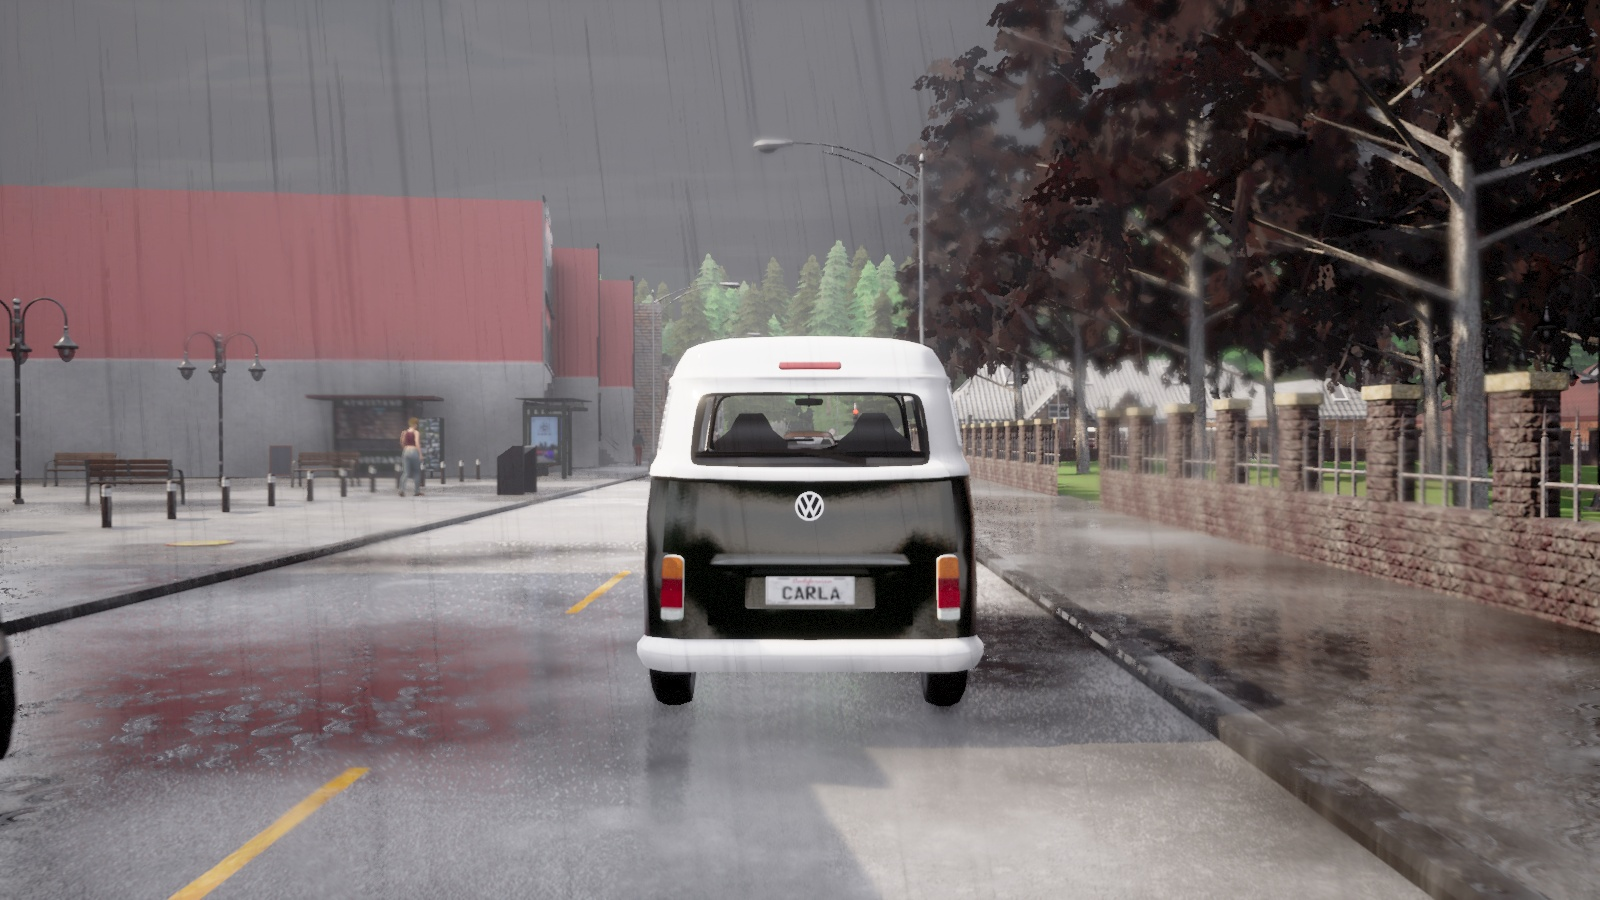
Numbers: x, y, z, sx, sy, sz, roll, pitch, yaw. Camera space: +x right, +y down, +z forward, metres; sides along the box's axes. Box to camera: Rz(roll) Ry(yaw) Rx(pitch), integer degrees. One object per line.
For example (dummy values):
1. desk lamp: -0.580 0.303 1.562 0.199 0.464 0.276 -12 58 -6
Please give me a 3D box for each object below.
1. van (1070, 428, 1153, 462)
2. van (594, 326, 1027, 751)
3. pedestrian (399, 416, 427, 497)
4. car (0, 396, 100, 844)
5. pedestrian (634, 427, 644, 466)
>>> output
1. van: 18.765 -0.314 75.872 4.480 2.038 2.069 0 1 -1
2. van: 0.062 0.385 8.261 2.069 2.038 4.480 0 1 0
3. pedestrian: -8.943 0.143 29.013 0.345 1.836 0.594 0 1 18
4. car: -3.969 0.643 2.846 2.033 1.649 4.856 0 1 0
5. pedestrian: -7.720 -0.183 60.163 0.353 1.847 0.614 0 1 2
